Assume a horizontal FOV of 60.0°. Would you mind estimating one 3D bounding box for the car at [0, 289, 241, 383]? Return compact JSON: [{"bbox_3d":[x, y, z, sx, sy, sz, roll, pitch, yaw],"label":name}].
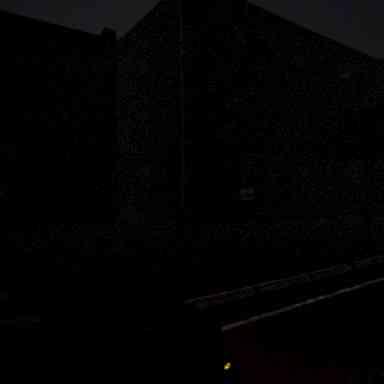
[{"bbox_3d":[-1.734,1.526,2.141,4.674,1.442,1.812,0,0,-36],"label":"car"}]
